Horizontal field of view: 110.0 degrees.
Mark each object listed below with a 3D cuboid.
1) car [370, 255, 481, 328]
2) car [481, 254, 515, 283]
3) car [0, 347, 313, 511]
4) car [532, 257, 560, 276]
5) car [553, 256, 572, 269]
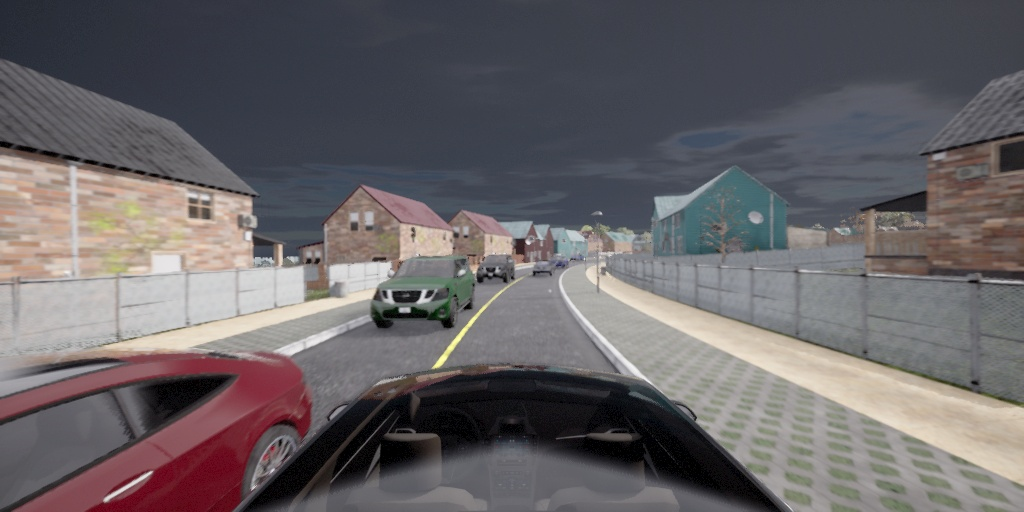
[{"bbox_3d":[-2.571,0.982,11.781,2.150,2.045,5.566,0,1,3],"label":"car"},{"bbox_3d":[-1.071,0.891,27.189,2.150,2.045,5.566,0,0,8],"label":"car"},{"bbox_3d":[-2.732,1.303,1.485,1.812,1.442,4.674,-1,0,1],"label":"car"},{"bbox_3d":[3.093,1.104,34.237,2.033,1.411,5.357,0,1,12],"label":"car"},{"bbox_3d":[6.286,0.717,47.332,2.097,1.767,4.553,0,1,17],"label":"car"}]
